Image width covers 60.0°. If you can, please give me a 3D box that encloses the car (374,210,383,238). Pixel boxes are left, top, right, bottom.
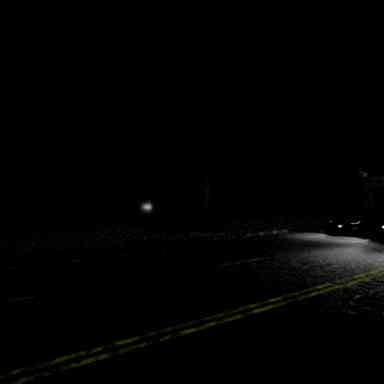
[{"bbox_3d":[10.576,1.598,15.221,4.718,1.301,1.895,0,0,-35],"label":"car"}]

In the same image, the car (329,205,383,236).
[{"bbox_3d":[9.586,1.501,18.505,4.892,1.490,1.837,0,0,-35],"label":"car"}]
